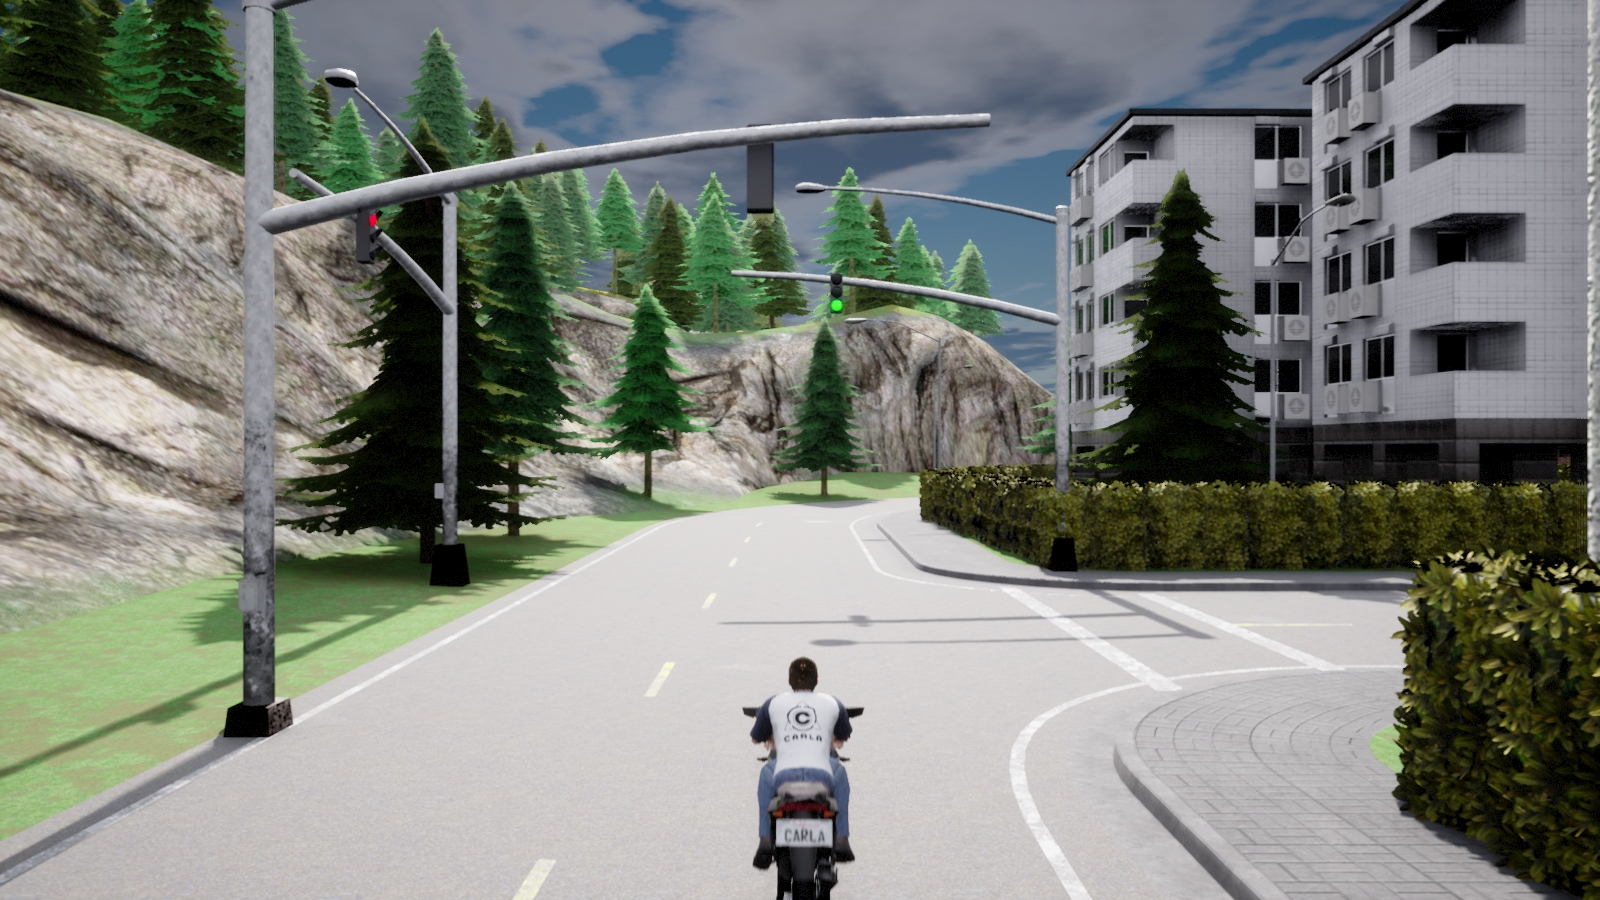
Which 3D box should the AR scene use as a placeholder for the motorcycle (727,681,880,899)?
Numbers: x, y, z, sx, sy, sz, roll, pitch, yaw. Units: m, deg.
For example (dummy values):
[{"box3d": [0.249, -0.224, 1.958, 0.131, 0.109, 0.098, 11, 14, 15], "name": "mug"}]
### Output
[{"box3d": [0.019, 2.198, 7.009, 0.803, 1.145, 2.033, 0, 0, 0], "name": "motorcycle"}]
